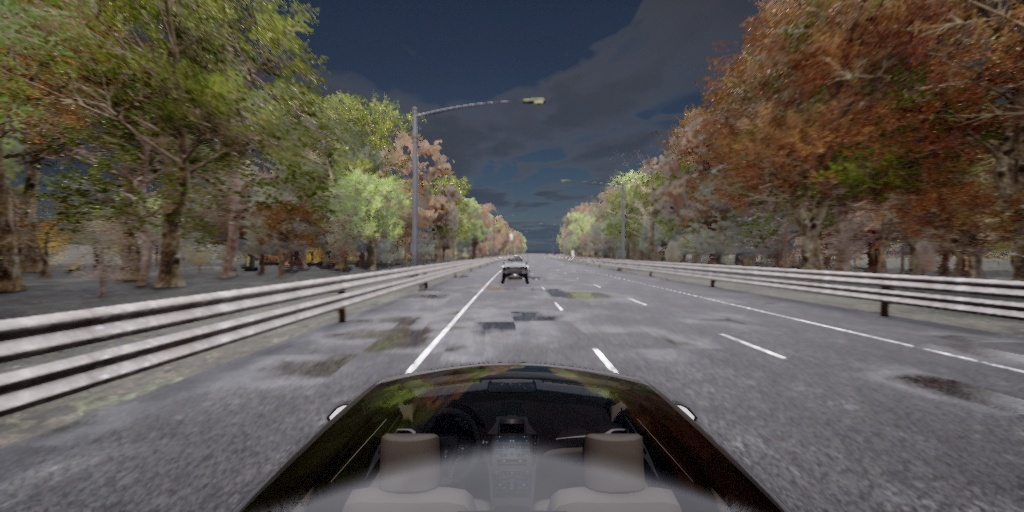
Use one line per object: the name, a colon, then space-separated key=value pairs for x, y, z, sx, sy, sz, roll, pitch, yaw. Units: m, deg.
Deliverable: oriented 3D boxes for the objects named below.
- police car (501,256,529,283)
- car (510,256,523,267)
police car: x=0.236 y=1.032 z=26.279 sx=1.930 sy=1.638 sz=5.238 roll=0 pitch=0 yaw=1
car: x=0.800 y=0.847 z=59.596 sx=2.033 sy=1.649 sz=4.856 roll=0 pitch=1 yaw=2
